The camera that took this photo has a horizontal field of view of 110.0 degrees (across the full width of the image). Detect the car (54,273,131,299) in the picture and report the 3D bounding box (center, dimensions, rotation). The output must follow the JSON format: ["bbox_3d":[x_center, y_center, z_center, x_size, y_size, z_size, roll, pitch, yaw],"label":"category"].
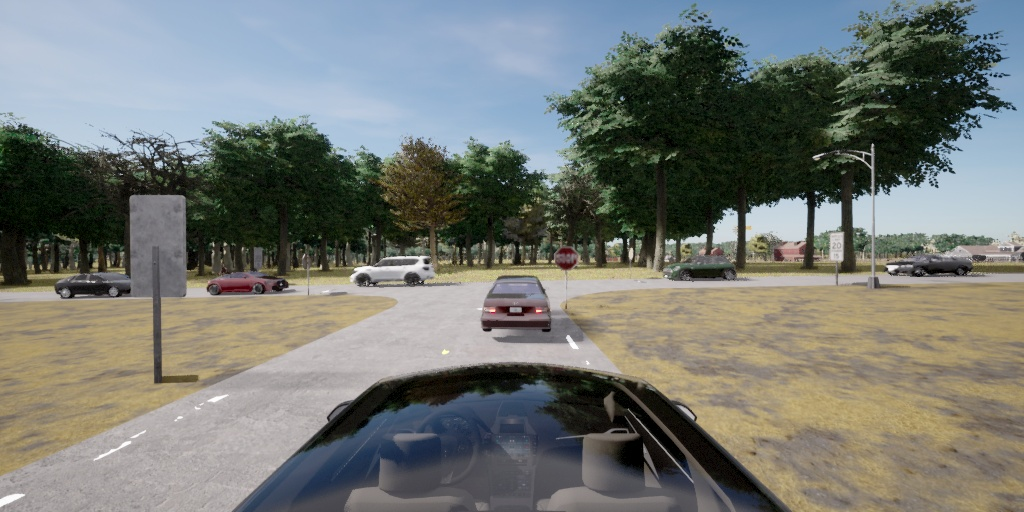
[{"bbox_3d":[-25.217,1.775,22.254,4.892,1.490,1.837,-1,1,0],"label":"car"}]

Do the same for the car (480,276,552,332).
[{"bbox_3d":[0.172,1.295,10.829,2.033,1.411,5.357,0,0,2],"label":"car"}]

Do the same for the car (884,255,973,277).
[{"bbox_3d":[29.047,0.663,25.106,4.902,1.511,2.128,-1,1,0],"label":"car"}]

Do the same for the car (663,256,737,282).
[{"bbox_3d":[13.020,0.803,25.098,4.553,1.767,2.097,-1,1,-1],"label":"car"}]

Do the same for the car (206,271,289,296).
[{"bbox_3d":[-16.313,1.631,22.230,4.181,1.385,1.994,-1,1,0],"label":"car"}]

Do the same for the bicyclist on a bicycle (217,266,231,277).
[{"bbox_3d":[-22.625,1.603,28.221,0.582,1.620,1.656,-1,0,0],"label":"bicyclist on a bicycle"}]

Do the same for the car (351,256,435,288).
[{"bbox_3d":[-8.268,1.076,25.177,5.566,2.045,2.150,-1,1,0],"label":"car"}]
